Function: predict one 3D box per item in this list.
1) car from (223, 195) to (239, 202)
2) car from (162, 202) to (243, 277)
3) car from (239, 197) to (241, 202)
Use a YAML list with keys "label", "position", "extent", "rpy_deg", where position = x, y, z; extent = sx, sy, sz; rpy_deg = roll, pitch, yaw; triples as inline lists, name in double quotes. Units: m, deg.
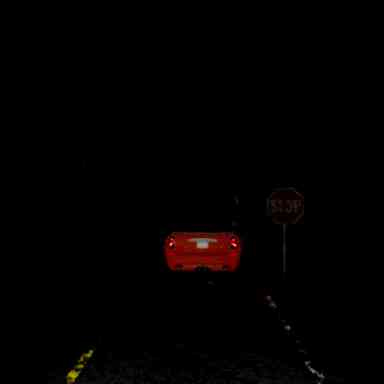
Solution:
- label: "car"
  position: [6.827, 1.452, 60.181]
  extent: [2.128, 1.511, 4.902]
  rpy_deg: [0, 0, 13]
- label: "car"
  position: [0.363, 1.346, 10.417]
  extent: [2.097, 1.767, 4.553]
  rpy_deg: [0, 0, 3]
- label: "car"
  position: [9.116, 1.388, 70.125]
  extent: [1.837, 1.490, 4.892]
  rpy_deg: [0, 0, 15]
